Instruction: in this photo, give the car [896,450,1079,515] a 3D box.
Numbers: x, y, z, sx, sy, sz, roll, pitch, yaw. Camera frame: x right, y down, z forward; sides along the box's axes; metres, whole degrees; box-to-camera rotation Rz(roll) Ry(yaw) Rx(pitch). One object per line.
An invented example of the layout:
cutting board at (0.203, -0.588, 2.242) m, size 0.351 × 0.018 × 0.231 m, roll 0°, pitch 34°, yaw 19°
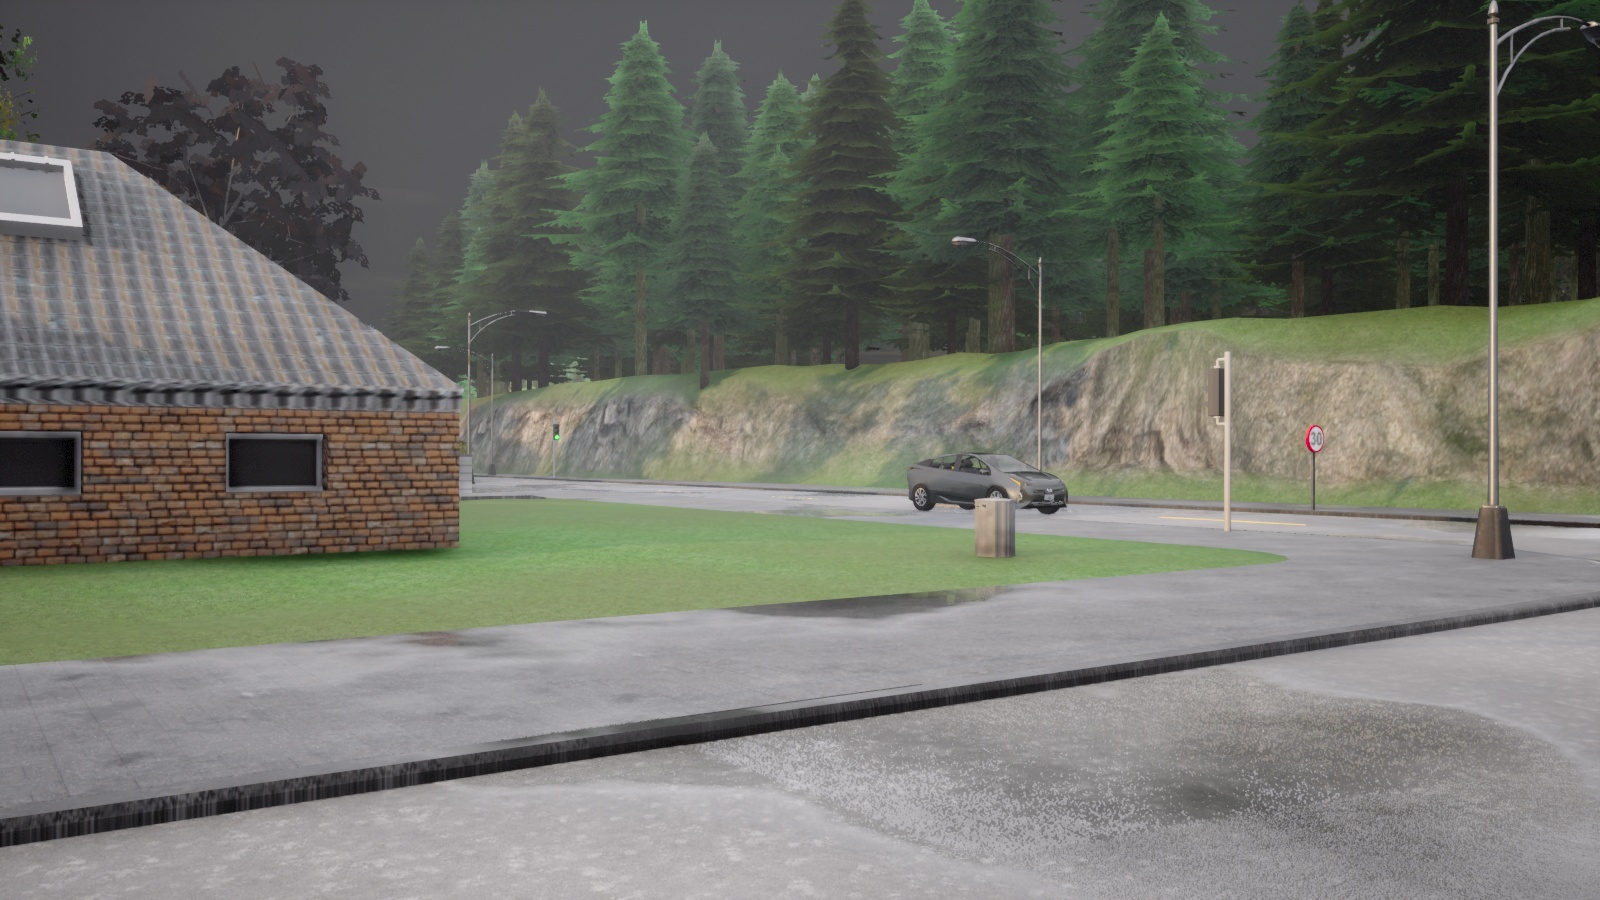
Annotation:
car at (4.616, 0.759, 31.520) m, size 2.007 × 1.525 × 4.514 m, roll 0°, pitch 0°, yaw -35°
